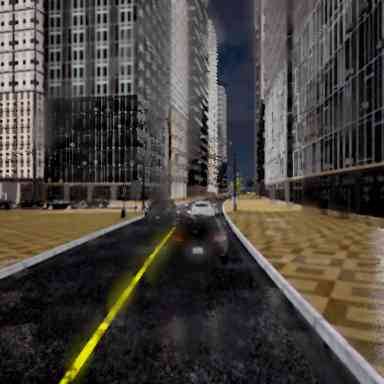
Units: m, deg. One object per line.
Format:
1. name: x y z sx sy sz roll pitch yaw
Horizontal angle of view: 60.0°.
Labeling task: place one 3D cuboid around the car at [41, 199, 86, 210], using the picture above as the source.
1. car: -16.498 1.645 42.695 4.403 1.369 2.008 -1 1 12

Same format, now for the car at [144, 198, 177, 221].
1. car: -2.326 1.260 25.902 2.097 1.767 4.553 0 0 4

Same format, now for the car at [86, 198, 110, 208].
1. car: -14.725 1.655 50.885 4.403 1.369 2.008 -1 1 12

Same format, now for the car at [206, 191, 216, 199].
1. car: 5.244 0.808 89.523 2.150 2.045 5.566 0 0 10

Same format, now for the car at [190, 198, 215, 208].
1. car: 0.805 1.438 25.714 1.812 1.442 4.674 0 0 3

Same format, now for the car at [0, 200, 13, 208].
1. car: -31.215 1.942 54.458 4.313 1.339 1.947 -1 1 12

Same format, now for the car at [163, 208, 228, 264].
1. car: 0.252 1.490 11.617 1.812 1.442 4.674 0 0 2

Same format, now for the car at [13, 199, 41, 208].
1. car: -25.719 1.851 53.267 4.313 1.339 1.947 -1 1 12
